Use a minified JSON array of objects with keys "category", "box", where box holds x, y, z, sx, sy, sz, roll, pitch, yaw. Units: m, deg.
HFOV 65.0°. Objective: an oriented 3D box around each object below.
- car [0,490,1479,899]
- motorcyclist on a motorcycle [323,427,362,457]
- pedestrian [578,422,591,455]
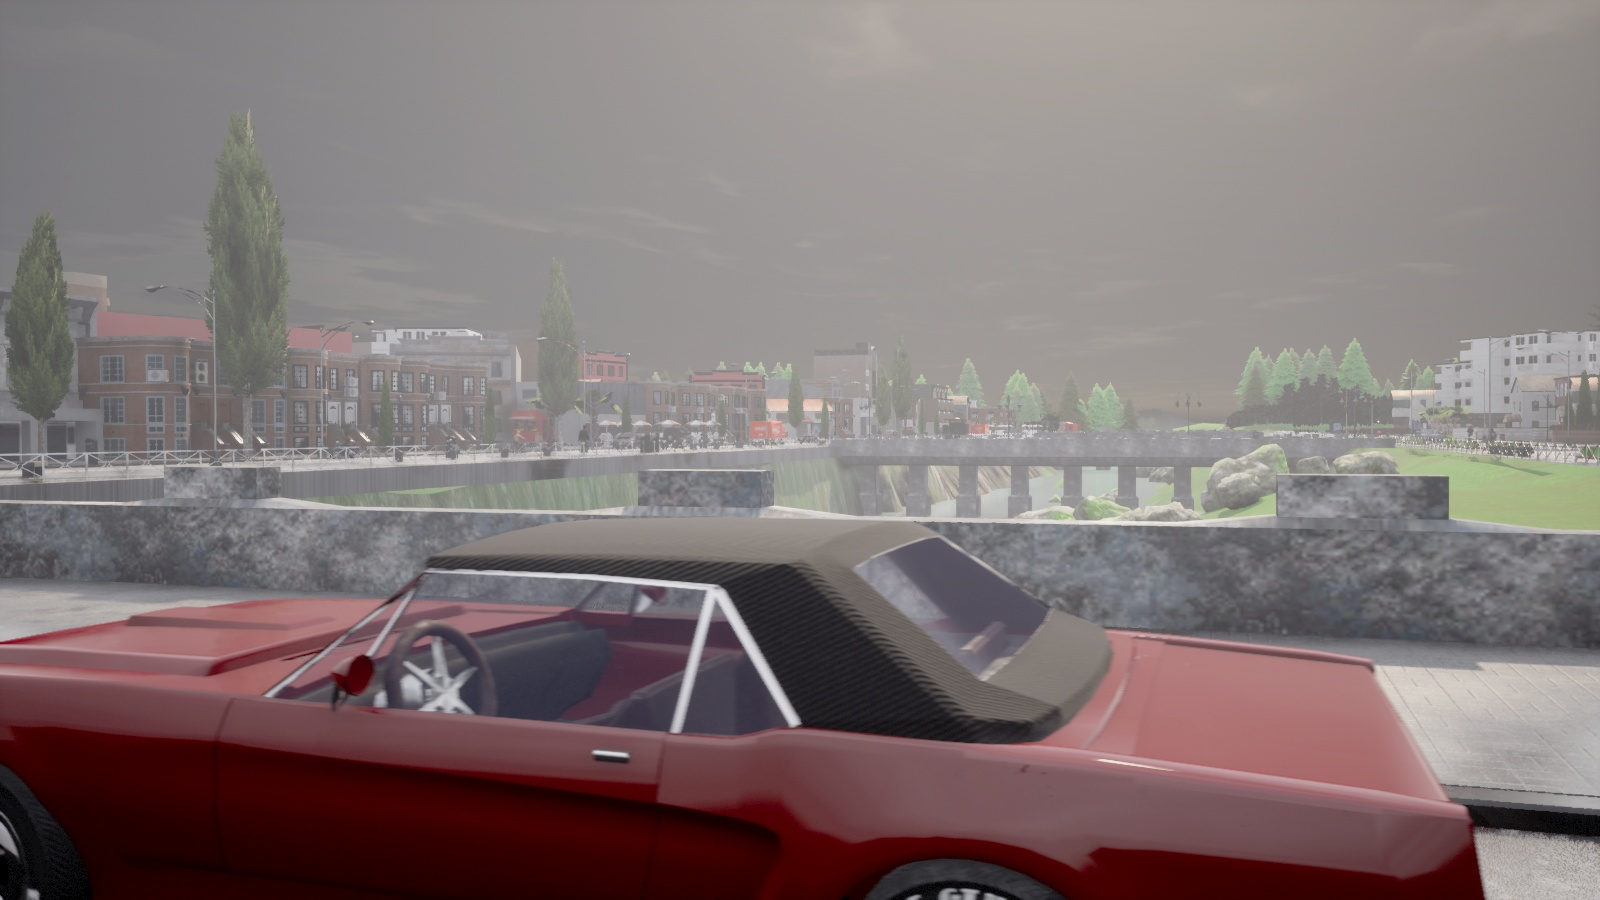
[{"category":"car","box":[-0.695,0.861,3.954,4.718,1.301,1.895,1,1,19]},{"category":"motorcyclist on a motorcycle","box":[-25.636,-0.447,70.426,0.766,1.649,2.350,1,1,19]},{"category":"pedestrian","box":[-12.202,-0.649,71.198,0.431,1.840,0.703,0,1,17]}]
